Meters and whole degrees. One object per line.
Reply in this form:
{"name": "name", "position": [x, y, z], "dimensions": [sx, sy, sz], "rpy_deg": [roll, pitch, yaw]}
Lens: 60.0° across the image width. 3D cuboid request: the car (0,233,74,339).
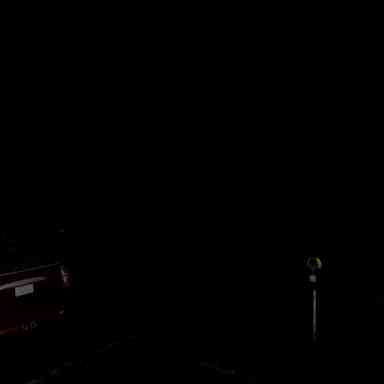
{"name": "car", "position": [-3.995, 1.440, 5.928], "dimensions": [4.097, 1.590, 1.967], "rpy_deg": [0, 0, 36]}
